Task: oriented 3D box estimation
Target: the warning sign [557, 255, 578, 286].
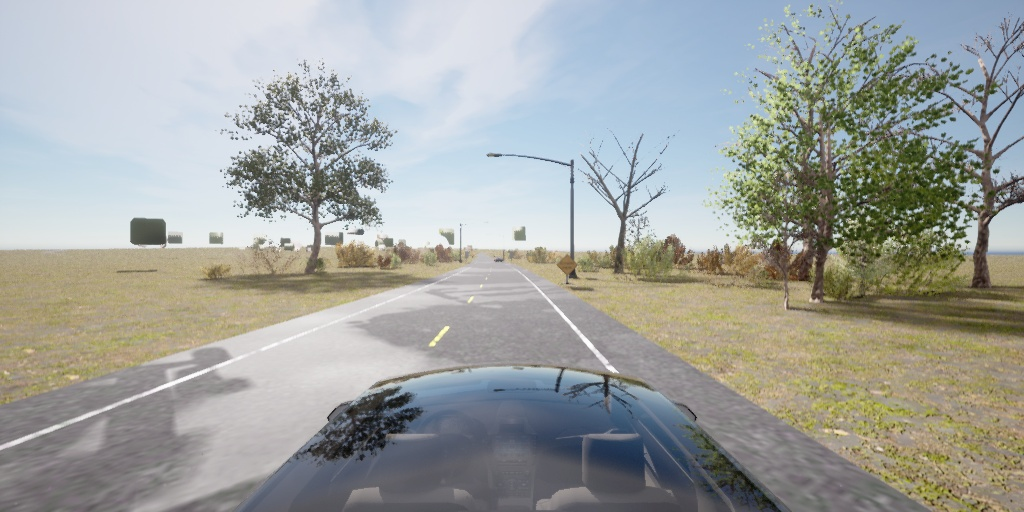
[{"bbox_3d":[3.343,0.838,21.795,1.300,1.860,1.060,0,0,-1],"label":"warning sign"}]
